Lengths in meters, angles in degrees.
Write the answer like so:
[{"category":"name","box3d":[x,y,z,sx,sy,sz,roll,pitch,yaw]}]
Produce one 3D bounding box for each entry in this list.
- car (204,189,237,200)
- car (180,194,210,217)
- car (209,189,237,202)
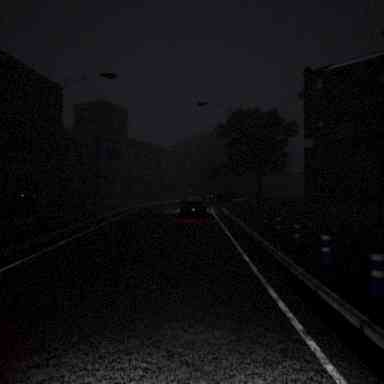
[{"category":"car","box3d":[4.189,0.337,48.182,4.892,1.490,1.837,-3,0,-42]},{"category":"car","box3d":[0.117,0.994,25.091,1.882,1.535,5.008,0,1,1]},{"category":"car","box3d":[3.798,0.502,42.206,2.033,1.411,5.357,-1,2,33]}]
